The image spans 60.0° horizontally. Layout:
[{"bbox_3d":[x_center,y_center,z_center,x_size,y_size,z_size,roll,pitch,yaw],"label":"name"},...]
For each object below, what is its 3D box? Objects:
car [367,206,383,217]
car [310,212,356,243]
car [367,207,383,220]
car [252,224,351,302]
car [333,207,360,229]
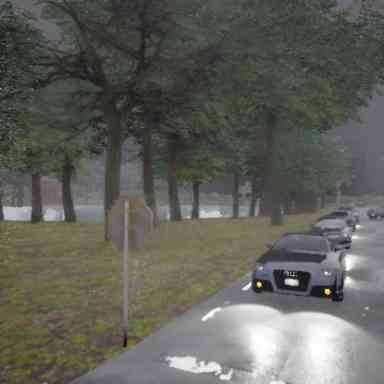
[{"bbox_3d":[25.946,2.769,46.999,1.994,1.385,4.181,-2,-2,27],"label":"car"},{"bbox_3d":[7.075,1.946,16.832,1.812,1.442,4.674,-2,-2,27],"label":"car"},{"bbox_3d":[21.380,2.556,38.161,1.895,1.301,4.718,-2,-2,27],"label":"car"},{"bbox_3d":[3.031,1.795,8.963,1.994,1.385,4.181,-1,-2,27],"label":"car"},{"bbox_3d":[11.317,2.107,25.064,1.882,1.535,5.008,-2,-2,27],"label":"car"}]
